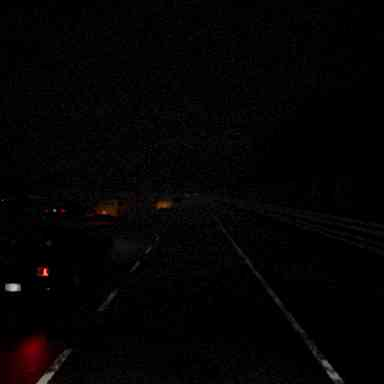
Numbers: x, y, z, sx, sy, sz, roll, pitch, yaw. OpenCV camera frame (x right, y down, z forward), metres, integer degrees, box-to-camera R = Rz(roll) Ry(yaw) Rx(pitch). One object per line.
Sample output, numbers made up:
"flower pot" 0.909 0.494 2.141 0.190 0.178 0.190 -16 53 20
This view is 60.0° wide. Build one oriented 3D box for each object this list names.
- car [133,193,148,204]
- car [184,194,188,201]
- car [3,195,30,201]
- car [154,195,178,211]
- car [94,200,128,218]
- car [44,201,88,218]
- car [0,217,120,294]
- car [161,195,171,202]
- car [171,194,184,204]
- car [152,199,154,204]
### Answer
"car" -9.949 1.205 64.251 2.150 2.045 5.566 1 0 1
"car" -2.720 1.778 90.096 1.895 1.301 4.718 1 0 1
"car" -24.116 1.174 45.787 2.097 1.767 4.553 1 0 1
"car" -3.160 1.456 40.917 1.882 1.535 5.008 1 0 1
"car" -6.775 1.416 28.206 1.882 1.535 5.008 1 0 1
"car" -10.283 1.455 27.471 2.033 1.411 5.357 1 0 1
"car" -3.452 1.570 8.699 1.895 1.301 4.718 1 0 1
"car" -6.309 1.576 80.087 1.882 1.535 5.008 1 0 1
"car" -2.952 1.551 64.142 1.837 1.490 4.892 1 0 1
"car" -6.452 1.615 64.192 1.895 1.301 4.718 1 0 1
